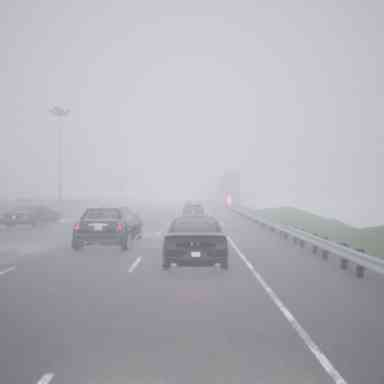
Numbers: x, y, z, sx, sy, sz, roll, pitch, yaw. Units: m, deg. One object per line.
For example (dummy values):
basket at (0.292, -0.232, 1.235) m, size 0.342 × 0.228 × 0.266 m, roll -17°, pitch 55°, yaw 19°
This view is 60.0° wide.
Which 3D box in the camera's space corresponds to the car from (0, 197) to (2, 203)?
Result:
car at (-28.053, 1.411, 47.534) m, size 1.882 × 1.535 × 5.008 m, roll 0°, pitch 0°, yaw 1°

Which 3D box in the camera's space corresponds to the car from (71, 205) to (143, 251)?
car at (-3.402, 1.332, 14.173) m, size 2.097 × 1.767 × 4.553 m, roll 0°, pitch 0°, yaw 0°

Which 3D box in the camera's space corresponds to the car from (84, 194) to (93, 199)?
car at (-27.488, 1.221, 89.560) m, size 2.033 × 1.411 × 5.357 m, roll 0°, pitch 0°, yaw 1°

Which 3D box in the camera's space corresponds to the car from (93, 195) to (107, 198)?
car at (-20.782, 1.418, 77.202) m, size 1.812 × 1.442 × 4.674 m, roll 0°, pitch 0°, yaw 1°

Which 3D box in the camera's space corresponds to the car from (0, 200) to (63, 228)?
car at (-10.402, 1.517, 21.906) m, size 2.033 × 1.411 × 5.357 m, roll 0°, pitch 0°, yaw 0°

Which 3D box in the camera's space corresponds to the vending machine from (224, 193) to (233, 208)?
vending machine at (4.995, 1.133, 45.441) m, size 1.100 × 2.100 × 0.880 m, roll 0°, pitch 0°, yaw 0°

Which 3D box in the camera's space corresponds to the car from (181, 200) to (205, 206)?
car at (0.099, 1.451, 29.293) m, size 2.128 × 1.511 × 4.902 m, roll 0°, pitch 0°, yaw 0°

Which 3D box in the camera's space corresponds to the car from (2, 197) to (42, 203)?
car at (-21.075, 1.445, 41.397) m, size 1.837 × 1.490 × 4.892 m, roll 0°, pitch 1°, yaw 0°

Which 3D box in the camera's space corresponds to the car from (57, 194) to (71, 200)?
car at (-31.188, 1.363, 81.229) m, size 1.837 × 1.490 × 4.892 m, roll 0°, pitch 0°, yaw 1°

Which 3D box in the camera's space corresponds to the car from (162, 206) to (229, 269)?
car at (0.099, 1.462, 11.079) m, size 1.882 × 1.535 × 5.008 m, roll 0°, pitch 0°, yaw 0°
